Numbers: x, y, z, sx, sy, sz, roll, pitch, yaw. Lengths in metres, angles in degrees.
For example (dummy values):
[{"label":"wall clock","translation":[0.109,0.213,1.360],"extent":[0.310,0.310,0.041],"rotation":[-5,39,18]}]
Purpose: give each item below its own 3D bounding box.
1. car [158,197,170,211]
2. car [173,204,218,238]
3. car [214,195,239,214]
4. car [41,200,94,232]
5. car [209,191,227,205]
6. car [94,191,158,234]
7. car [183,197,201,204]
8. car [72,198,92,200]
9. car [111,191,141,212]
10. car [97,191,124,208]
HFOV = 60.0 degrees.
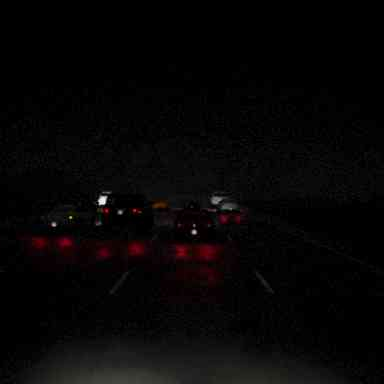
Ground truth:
[{"label":"car","translation":[-3.469,1.232,36.701],"extent":[1.882,1.535,5.008],"rotation":[0,1,1]},{"label":"car","translation":[0.096,1.487,16.908],"extent":[1.895,1.301,4.718],"rotation":[0,0,0]},{"label":"car","translation":[3.488,1.309,32.573],"extent":[1.812,1.442,4.674],"rotation":[0,0,0]},{"label":"car","translation":[-6.910,1.398,18.955],"extent":[1.812,1.442,4.674],"rotation":[0,0,0]},{"label":"car","translation":[3.493,0.934,43.677],"extent":[2.150,2.045,5.566],"rotation":[0,1,0]},{"label":"car","translation":[-3.406,1.089,18.477],"extent":[2.150,2.045,5.566],"rotation":[0,-1,0]},{"label":"car","translation":[0.021,1.285,36.014],"extent":[1.812,1.442,4.674],"rotation":[0,1,1]},{"label":"car","translation":[-10.512,1.276,32.032],"extent":[2.128,1.511,4.902],"rotation":[0,0,0]},{"label":"car","translation":[-6.979,0.983,35.834],"extent":[2.150,2.045,5.566],"rotation":[0,1,1]},{"label":"car","translation":[-10.508,0.933,43.499],"extent":[2.150,2.045,5.566],"rotation":[0,1,0]}]
